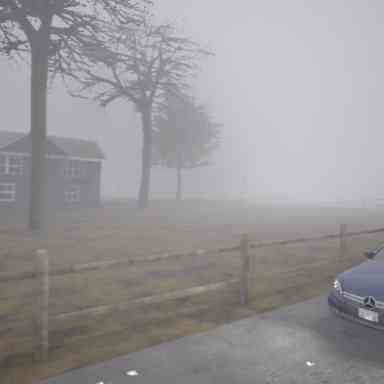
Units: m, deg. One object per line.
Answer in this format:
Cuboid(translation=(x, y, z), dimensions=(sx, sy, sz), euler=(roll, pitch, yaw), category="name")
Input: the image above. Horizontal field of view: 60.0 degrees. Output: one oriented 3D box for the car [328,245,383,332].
Cuboid(translation=(4.544, 1.565, 6.302), dimensions=(4.674, 1.442, 1.812), euler=(0, 0, -35), category="car")
